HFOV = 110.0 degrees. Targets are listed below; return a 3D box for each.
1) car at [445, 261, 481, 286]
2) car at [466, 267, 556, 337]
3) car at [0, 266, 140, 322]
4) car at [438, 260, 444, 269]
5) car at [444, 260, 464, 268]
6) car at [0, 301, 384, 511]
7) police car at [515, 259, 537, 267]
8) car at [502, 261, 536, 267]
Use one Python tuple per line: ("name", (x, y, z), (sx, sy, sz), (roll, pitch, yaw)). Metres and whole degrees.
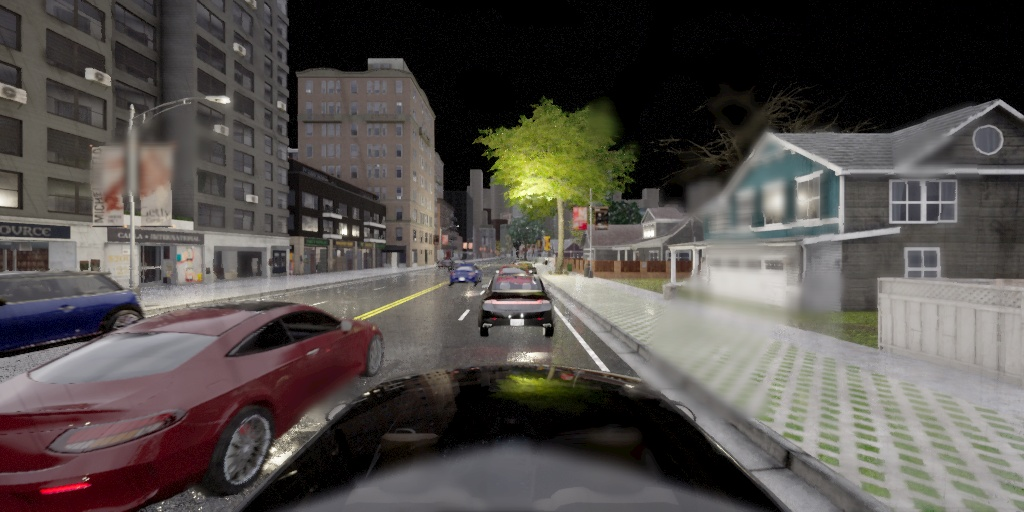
("car", (-3.120, 1.260, 24.728), (1.812, 1.442, 4.674), (0, 0, 0))
("car", (0.113, 1.238, 10.283), (2.128, 1.511, 4.902), (0, 0, 0))
("car", (-9.844, 1.101, 6.593), (2.097, 1.767, 4.553), (0, 0, 0))
("car", (-9.785, 1.259, 53.595), (1.994, 1.385, 4.181), (0, 0, 0))
("car", (-6.552, 1.186, 43.586), (1.882, 1.535, 5.008), (0, 0, 0))
("car", (-3.146, 1.275, 4.361), (1.812, 1.442, 4.674), (0, 0, 0))
("police car", (1.007, 1.153, 29.515), (1.930, 1.638, 5.238), (0, 0, 0))
("car", (0.121, 1.217, 19.786), (1.882, 1.535, 5.008), (0, 0, 0))
